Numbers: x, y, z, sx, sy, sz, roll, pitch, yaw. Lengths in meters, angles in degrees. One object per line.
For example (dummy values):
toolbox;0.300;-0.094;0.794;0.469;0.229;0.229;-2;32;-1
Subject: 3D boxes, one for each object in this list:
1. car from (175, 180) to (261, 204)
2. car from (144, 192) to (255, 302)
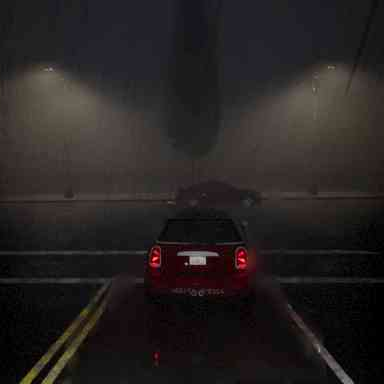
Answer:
car;1.457;0.077;19.339;5.008;1.535;1.882;-1;6;0
car;0.318;1.113;8.069;2.097;1.767;4.553;0;4;6
